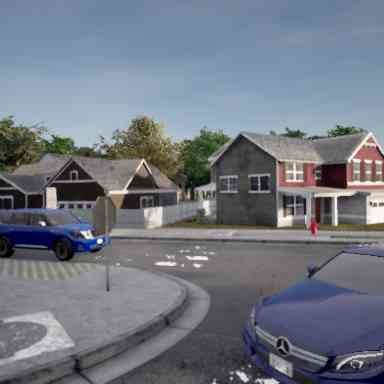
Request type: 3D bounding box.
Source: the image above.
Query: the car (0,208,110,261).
[{"bbox_3d":[-6.378,1.760,14.757,5.566,2.045,2.150,-2,0,22],"label":"car"}]

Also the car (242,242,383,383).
[{"bbox_3d":[2.835,1.520,4.748,4.674,1.442,1.812,0,0,-34],"label":"car"}]
